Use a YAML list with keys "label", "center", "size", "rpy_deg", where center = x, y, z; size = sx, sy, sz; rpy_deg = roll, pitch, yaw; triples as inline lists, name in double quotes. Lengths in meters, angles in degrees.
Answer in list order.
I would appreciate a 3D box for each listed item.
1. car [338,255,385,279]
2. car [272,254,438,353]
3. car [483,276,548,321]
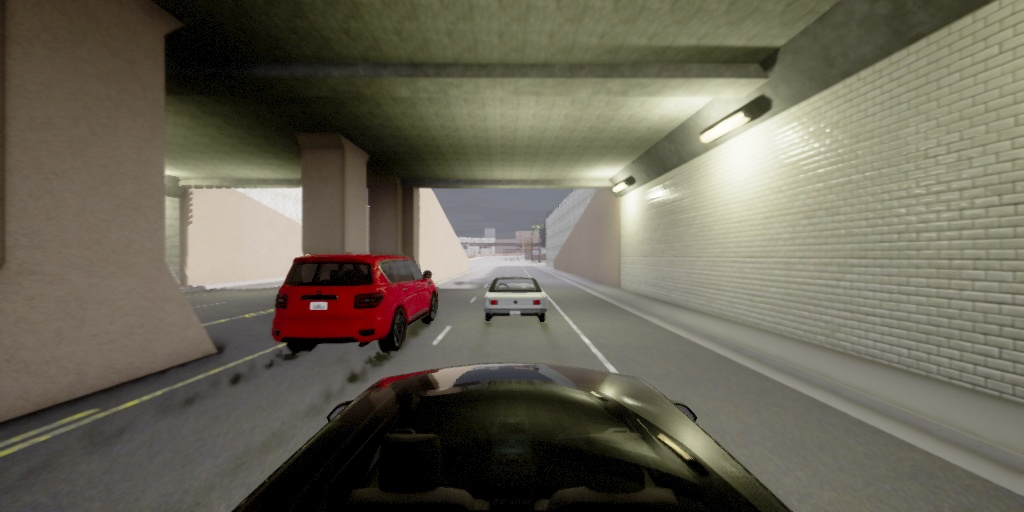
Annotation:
- label: "car"
  center: [-14.108, 0.971, 34.078]
  size: [2.150, 2.045, 5.566]
  rpy_deg: [0, 0, 0]
- label: "car"
  center: [-3.402, 0.972, 8.992]
  size: [2.150, 2.045, 5.566]
  rpy_deg: [0, 0, 0]
- label: "car"
  center: [0.097, 1.352, 12.422]
  size: [1.895, 1.301, 4.718]
  rpy_deg: [0, 0, 0]
